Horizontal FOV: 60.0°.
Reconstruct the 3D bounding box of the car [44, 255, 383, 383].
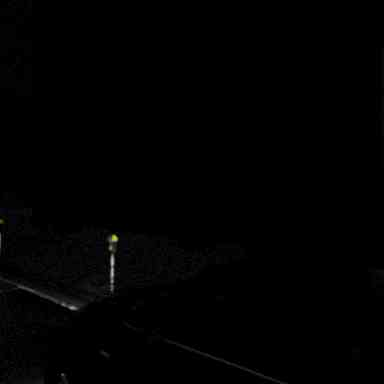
[{"bbox_3d":[0.630,1.384,2.937,4.553,1.767,2.097,0,0,39],"label":"car"}]
